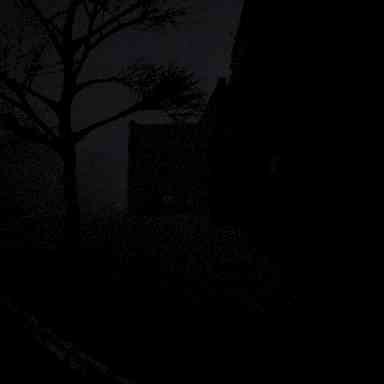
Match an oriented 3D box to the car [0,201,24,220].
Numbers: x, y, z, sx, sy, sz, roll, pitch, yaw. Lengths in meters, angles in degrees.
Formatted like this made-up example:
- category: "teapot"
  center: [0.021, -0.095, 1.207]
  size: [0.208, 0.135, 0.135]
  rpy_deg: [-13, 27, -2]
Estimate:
- category: "car"
  center: [-16.218, 1.523, 28.742]
  size: [1.882, 1.535, 5.008]
  rpy_deg: [1, -1, -7]
